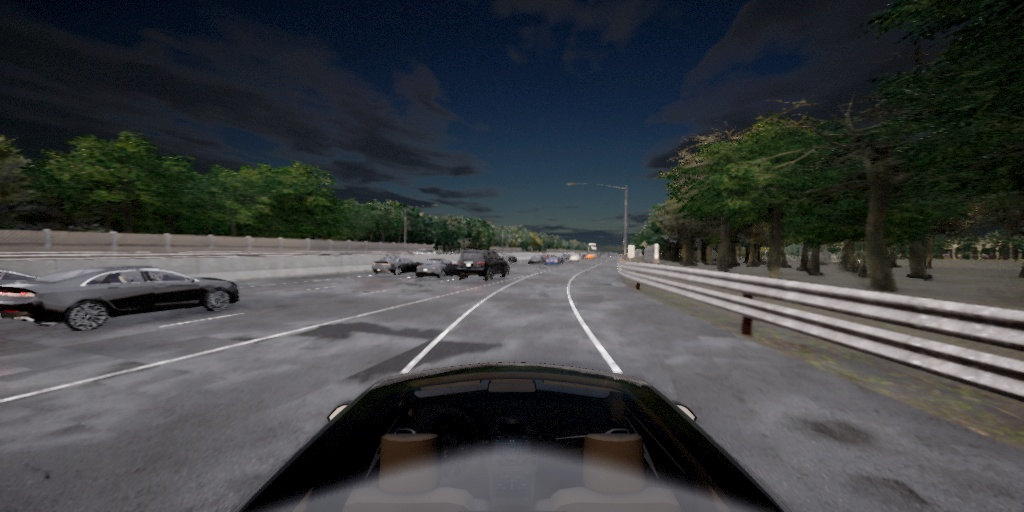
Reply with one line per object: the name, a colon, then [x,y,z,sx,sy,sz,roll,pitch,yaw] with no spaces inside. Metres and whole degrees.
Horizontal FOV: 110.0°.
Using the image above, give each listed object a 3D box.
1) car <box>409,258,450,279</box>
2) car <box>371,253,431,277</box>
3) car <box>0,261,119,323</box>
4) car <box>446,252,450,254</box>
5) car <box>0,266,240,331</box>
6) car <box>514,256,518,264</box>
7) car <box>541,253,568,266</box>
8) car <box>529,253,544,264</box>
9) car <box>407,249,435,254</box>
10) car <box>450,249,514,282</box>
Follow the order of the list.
car: [-5.308,0.891,26.444,1.994,1.385,4.181,1,1,18]
car: [-8.633,0.744,27.532,2.128,1.511,4.902,1,1,18]
car: [-14.463,0.969,9.565,2.128,1.511,4.902,1,1,18]
car: [-8.834,0.154,61.009,1.837,1.490,4.892,1,1,18]
car: [-10.579,1.022,10.198,2.128,1.511,4.902,1,1,18]
car: [-0.592,0.436,52.320,2.128,1.511,4.902,1,1,18]
car: [6.065,0.641,50.156,2.033,1.411,5.357,1,1,18]
car: [3.969,0.536,55.039,1.994,1.385,4.181,1,1,18]
car: [-15.491,-0.276,63.102,2.150,2.045,5.566,1,1,18]
car: [-1.957,0.623,25.409,2.150,2.045,5.566,1,1,18]
